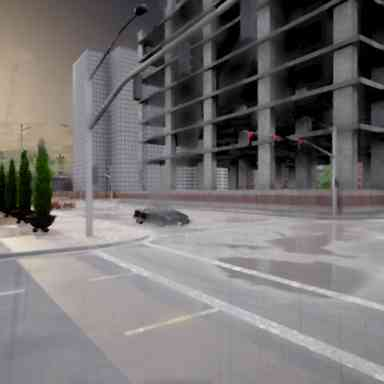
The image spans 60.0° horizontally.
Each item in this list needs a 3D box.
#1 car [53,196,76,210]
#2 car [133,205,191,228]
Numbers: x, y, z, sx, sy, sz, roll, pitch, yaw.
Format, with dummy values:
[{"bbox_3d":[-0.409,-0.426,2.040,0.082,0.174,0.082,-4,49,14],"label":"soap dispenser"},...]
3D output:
[{"bbox_3d":[-16.893,1.394,43.898,2.097,1.767,4.553,0,0,-35],"label":"car"},{"bbox_3d":[-2.257,1.590,22.942,2.033,1.411,5.357,0,0,-35],"label":"car"}]
